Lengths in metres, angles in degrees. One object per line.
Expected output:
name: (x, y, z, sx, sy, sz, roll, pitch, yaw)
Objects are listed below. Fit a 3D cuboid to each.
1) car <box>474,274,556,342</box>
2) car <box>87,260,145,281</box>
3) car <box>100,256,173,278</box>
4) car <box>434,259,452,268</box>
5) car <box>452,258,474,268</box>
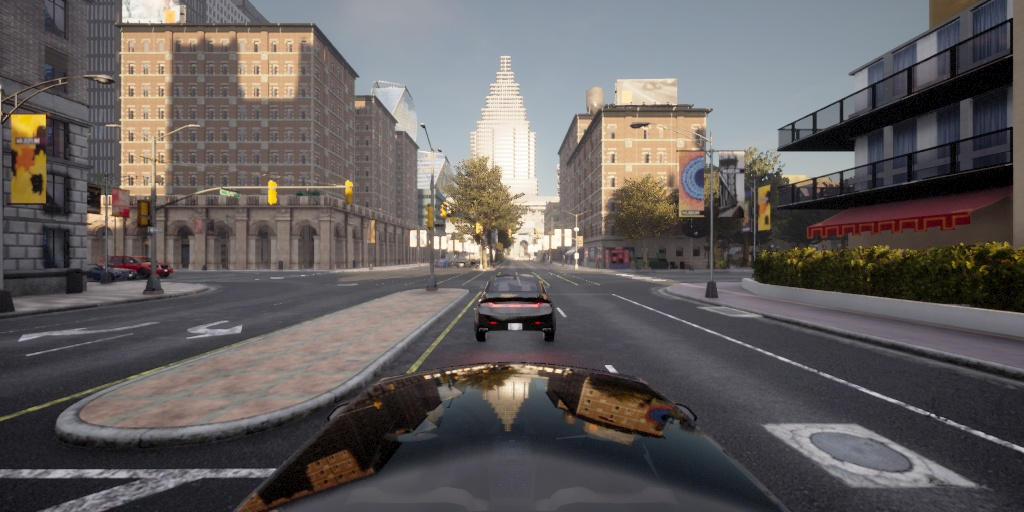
car: (0.079, 1.245, 9.818, 2.128, 1.511, 4.902, 0, 0, 0)
car: (-33.441, 1.286, 29.239, 4.674, 1.442, 1.812, 0, 0, 0)
car: (-34.441, 0.983, 32.727, 5.566, 2.045, 2.150, 0, 0, -2)
car: (-11.555, 1.249, 60.049, 1.882, 1.535, 5.008, 0, 0, 0)
car: (-8.058, 1.260, 59.662, 2.128, 1.511, 4.902, 0, 0, 0)
